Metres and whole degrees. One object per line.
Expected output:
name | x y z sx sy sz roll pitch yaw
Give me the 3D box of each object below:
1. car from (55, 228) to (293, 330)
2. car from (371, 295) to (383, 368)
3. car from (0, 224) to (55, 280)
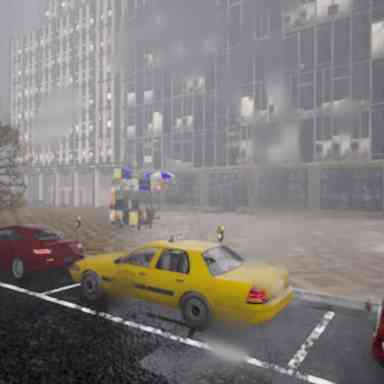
car | -0.497 1.532 6.750 4.829 1.417 1.752 0 0 34
car | 4.216 1.445 3.549 4.097 1.590 1.967 0 0 34
car | -4.929 1.589 9.760 4.206 1.307 1.802 0 0 34
